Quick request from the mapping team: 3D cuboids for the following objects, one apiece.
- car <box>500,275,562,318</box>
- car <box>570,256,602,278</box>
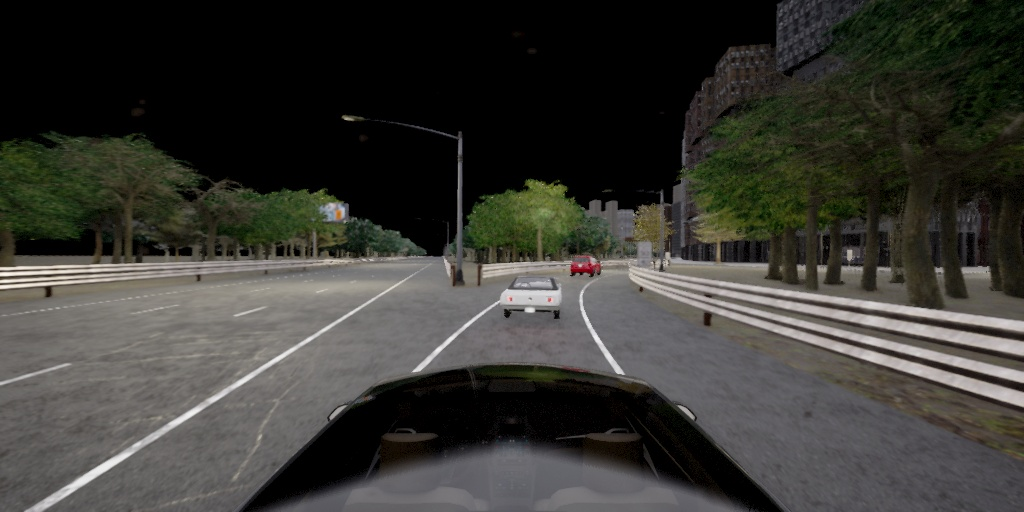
[{"bbox_3d":[0.872,1.358,13.111,1.895,1.301,4.718,0,0,8],"label":"car"},{"bbox_3d":[7.427,1.030,35.728,2.150,2.045,5.566,0,0,24],"label":"car"}]
